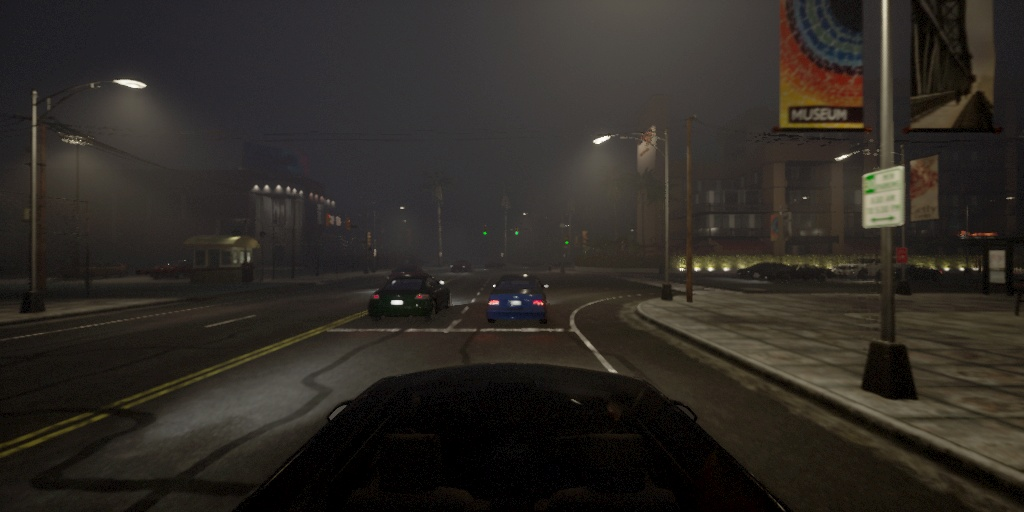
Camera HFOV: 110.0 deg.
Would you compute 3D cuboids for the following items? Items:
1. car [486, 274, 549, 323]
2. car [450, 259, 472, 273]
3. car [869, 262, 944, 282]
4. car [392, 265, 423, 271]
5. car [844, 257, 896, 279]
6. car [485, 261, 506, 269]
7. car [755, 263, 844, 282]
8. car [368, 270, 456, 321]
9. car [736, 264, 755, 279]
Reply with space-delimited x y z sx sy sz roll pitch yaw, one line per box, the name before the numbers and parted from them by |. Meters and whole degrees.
car | 0.272 1.332 12.258 2.033 1.411 5.357 0 0 4
car | -6.642 1.251 46.863 2.097 1.767 4.553 0 0 5
car | 32.820 1.408 29.704 4.181 1.385 1.994 0 0 -1
car | -7.094 1.351 24.557 1.812 1.442 4.674 0 0 0
car | 33.252 1.077 33.206 5.566 2.045 2.150 0 0 0
car | -2.910 1.549 61.830 1.895 1.301 4.718 0 0 25
car | 23.625 1.391 29.633 5.357 1.411 2.033 0 0 -1
car | -3.404 1.350 12.609 1.994 1.385 4.181 0 0 0
car | 23.405 1.360 33.130 4.892 1.490 1.837 0 0 0
